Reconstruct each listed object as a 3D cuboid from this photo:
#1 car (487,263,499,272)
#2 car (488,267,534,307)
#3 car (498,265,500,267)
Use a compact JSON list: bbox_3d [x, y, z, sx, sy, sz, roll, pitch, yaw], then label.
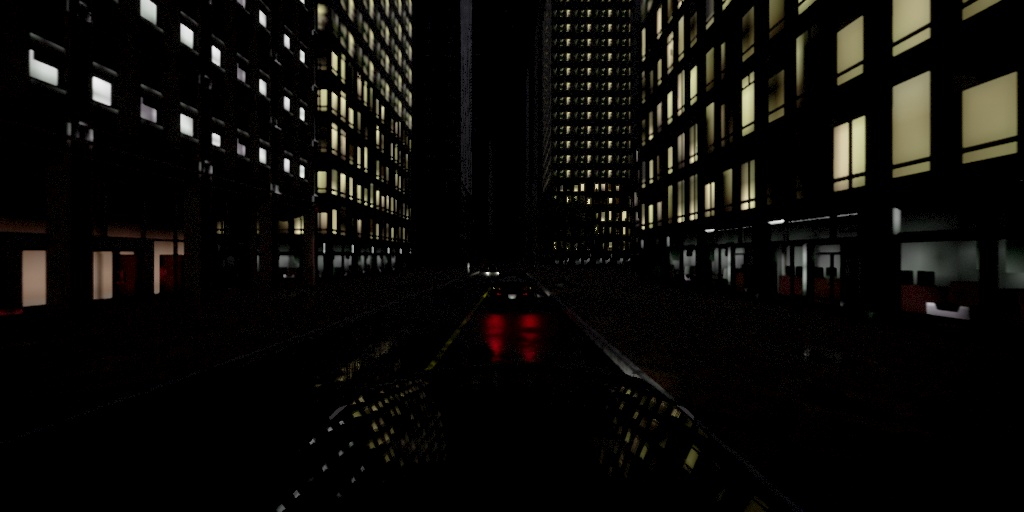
[{"bbox_3d":[-2.986,1.813,58.107,1.882,1.535,5.008,0,-1,0],"label":"car"},{"bbox_3d":[0.009,1.418,16.223,1.812,1.442,4.674,0,0,0],"label":"car"},{"bbox_3d":[0.012,1.643,30.939,1.895,1.301,4.718,0,-1,0],"label":"car"}]
